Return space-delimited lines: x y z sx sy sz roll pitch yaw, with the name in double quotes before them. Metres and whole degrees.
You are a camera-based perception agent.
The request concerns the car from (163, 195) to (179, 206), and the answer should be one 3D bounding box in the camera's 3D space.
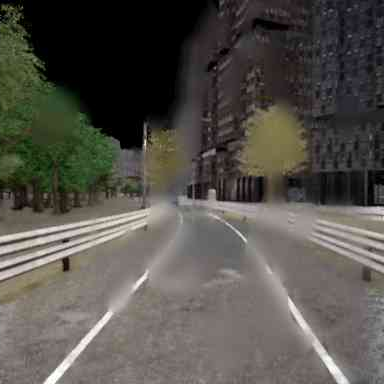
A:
"car" -4.058 1.686 63.953 2.150 2.045 5.566 0 0 -16
